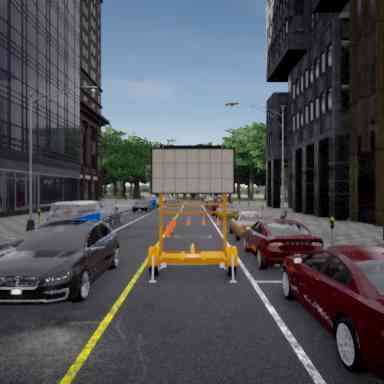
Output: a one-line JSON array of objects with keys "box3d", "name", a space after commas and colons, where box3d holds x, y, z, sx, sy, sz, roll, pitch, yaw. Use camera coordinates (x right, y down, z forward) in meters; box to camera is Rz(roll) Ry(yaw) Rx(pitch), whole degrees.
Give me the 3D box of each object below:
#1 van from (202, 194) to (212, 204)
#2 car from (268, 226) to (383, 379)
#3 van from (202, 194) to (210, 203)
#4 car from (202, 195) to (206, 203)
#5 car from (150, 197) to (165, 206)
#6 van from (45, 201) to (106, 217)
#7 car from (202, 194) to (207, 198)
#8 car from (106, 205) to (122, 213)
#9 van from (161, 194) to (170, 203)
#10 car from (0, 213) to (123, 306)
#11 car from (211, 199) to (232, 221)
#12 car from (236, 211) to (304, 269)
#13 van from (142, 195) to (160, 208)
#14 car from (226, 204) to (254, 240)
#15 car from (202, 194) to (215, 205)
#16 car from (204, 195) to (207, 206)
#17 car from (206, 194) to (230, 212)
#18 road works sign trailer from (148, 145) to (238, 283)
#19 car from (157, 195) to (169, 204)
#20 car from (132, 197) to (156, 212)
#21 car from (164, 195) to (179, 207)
[{"box3d": [2.941, 1.348, 65.303, 1.690, 1.788, 3.998, 0, 0, 0], "name": "van"}, {"box3d": [2.777, 1.543, 5.490, 1.887, 1.381, 4.507, 0, 0, 0], "name": "car"}, {"box3d": [2.956, 1.350, 70.740, 1.690, 1.788, 3.998, 0, 0, 0], "name": "van"}, {"box3d": [2.896, 1.545, 48.990, 1.887, 1.381, 4.507, 0, 0, 0], "name": "car"}, {"box3d": [-5.614, 1.568, 54.451, 1.947, 1.339, 4.313, 0, 0, 0], "name": "car"}, {"box3d": [-5.719, 1.338, 16.388, 1.690, 1.788, 3.998, 0, 0, 0], "name": "van"}, {"box3d": [2.911, 1.442, 54.427, 1.967, 1.590, 4.097, 0, 0, 0], "name": "car"}, {"box3d": [-5.704, 1.548, 21.826, 2.008, 1.369, 4.403, 0, 0, 0], "name": "car"}, {"box3d": [-5.569, 1.350, 70.764, 1.690, 1.788, 3.998, 0, 0, 0], "name": "van"}, {"box3d": [-3.078, 1.503, 8.270, 1.837, 1.490, 4.892, 0, 0, 0], "name": "car"}, {"box3d": [2.837, 1.522, 27.410, 1.752, 1.417, 4.829, 0, 0, 0], "name": "car"}, {"box3d": [2.792, 1.543, 10.927, 1.887, 1.381, 4.507, 0, 0, 0], "name": "car"}, {"box3d": [-5.644, 1.340, 43.576, 1.690, 1.788, 3.998, 0, 0, 0], "name": "van"}, {"box3d": [2.807, 1.523, 16.535, 1.752, 1.417, 4.829, 0, 0, 0], "name": "car"}, {"box3d": [2.926, 1.319, 59.865, 2.192, 1.841, 5.009, 0, 0, 0], "name": "car"}, {"box3d": [2.882, 1.524, 43.722, 1.752, 1.417, 4.829, 0, 0, 0], "name": "car"}, {"box3d": [2.851, 1.312, 32.677, 2.192, 1.841, 5.009, 0, 0, 0], "name": "car"}, {"box3d": [0.026, 0.462, 9.639, 2.380, 3.560, 2.880, 0, 0, 0], "name": "road works sign trailer"}, {"box3d": [-5.584, 1.447, 65.326, 1.967, 1.590, 4.097, 0, 0, 0], "name": "car"}, {"box3d": [-5.659, 1.563, 38.138, 1.947, 1.339, 4.313, 0, 0, 0], "name": "car"}, {"box3d": [-2.955, 1.548, 50.758, 2.033, 1.411, 5.357, 0, 0, 0], "name": "car"}]
